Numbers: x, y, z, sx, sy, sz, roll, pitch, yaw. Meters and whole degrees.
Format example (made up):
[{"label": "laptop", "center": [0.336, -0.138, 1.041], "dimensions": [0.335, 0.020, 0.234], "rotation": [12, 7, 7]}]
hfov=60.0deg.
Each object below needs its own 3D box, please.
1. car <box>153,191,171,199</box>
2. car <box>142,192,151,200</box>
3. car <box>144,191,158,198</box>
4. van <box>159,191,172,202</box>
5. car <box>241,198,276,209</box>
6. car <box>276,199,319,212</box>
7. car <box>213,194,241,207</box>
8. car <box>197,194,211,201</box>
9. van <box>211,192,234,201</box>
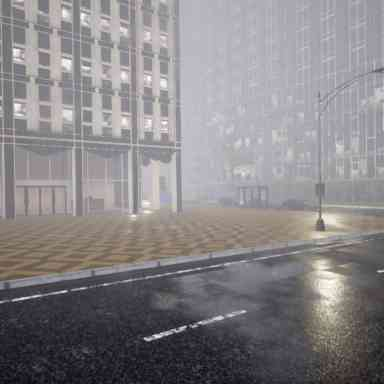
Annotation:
[{"label": "car", "center": [-7.055, 0.612, 78.197], "dimensions": [2.192, 1.841, 5.009], "rotation": [0, 1, -34]}, {"label": "car", "center": [-10.744, 1.037, 68.771], "dimensions": [2.008, 1.369, 4.403], "rotation": [0, 1, -34]}, {"label": "car", "center": [-10.273, 0.683, 82.883], "dimensions": [1.967, 1.590, 4.097], "rotation": [0, 1, -34]}, {"label": "van", "center": [-4.308, 0.935, 59.399], "dimensions": [1.690, 1.788, 3.998], "rotation": [0, 1, -34]}, {"label": "car", "center": [8.471, 1.386, 40.602], "dimensions": [1.802, 1.307, 4.206], "rotation": [-1, 1, -34]}, {"label": "car", "center": [11.675, 1.422, 35.905], "dimensions": [1.947, 1.339, 4.313], "rotation": [-1, 1, -34]}, {"label": "car", "center": [5.301, 1.317, 45.319], "dimensions": [1.947, 1.339, 4.313], "rotation": [-1, 1, -34]}, {"label": "car", "center": [2.600, 1.041, 64.145], "dimensions": [1.802, 1.307, 4.206], "rotation": [-1, 1, -34]}, {"label": "van", "center": [5.817, 0.853, 59.457], "dimensions": [1.690, 1.788, 3.998], "rotation": [-1, 1, -34]}]
